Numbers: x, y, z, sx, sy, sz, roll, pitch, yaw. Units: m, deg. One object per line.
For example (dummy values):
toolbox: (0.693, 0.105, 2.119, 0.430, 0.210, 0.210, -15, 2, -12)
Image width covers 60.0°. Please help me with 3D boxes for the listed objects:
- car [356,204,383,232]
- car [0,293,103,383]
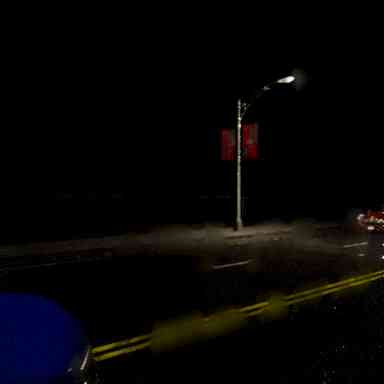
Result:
car: (11.980, 1.485, 20.173, 4.553, 1.767, 2.097, 0, 0, -35)
car: (-3.104, 1.211, 1.230, 5.566, 2.045, 2.150, 0, 0, -35)
